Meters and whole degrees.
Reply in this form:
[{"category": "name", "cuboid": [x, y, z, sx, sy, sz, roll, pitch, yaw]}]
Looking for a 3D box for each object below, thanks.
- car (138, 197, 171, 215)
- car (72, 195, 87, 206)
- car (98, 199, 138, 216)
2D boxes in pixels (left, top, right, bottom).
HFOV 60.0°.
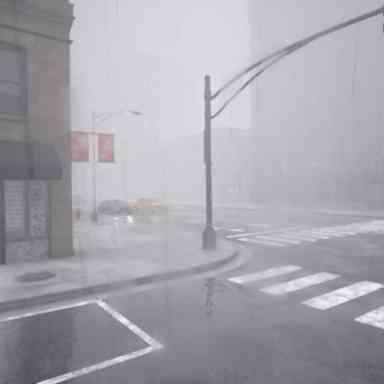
[{"category": "car", "cuboid": [-3.855, 1.222, 31.170, 1.882, 1.535, 5.008, -1, 1, -36]}, {"category": "car", "cuboid": [-17.307, 1.218, 49.952, 1.837, 1.490, 4.892, -1, 0, -35]}, {"category": "car", "cuboid": [-6.905, 1.358, 29.845, 1.994, 1.385, 4.181, -1, 1, -36]}]
